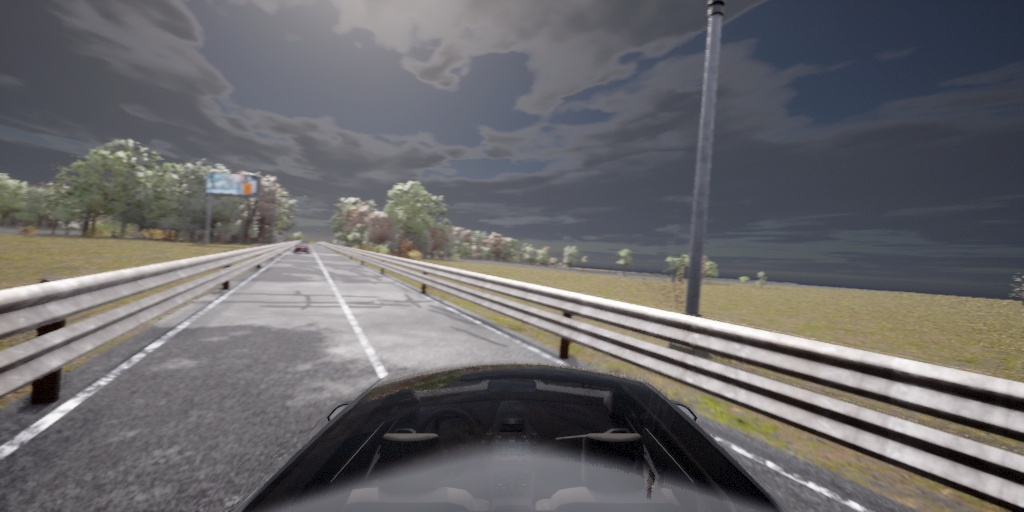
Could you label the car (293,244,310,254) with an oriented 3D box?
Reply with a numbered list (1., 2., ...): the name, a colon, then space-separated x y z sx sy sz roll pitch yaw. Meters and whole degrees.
1. car: -27.903 -0.959 47.642 1.895 1.301 4.718 5 0 -30
